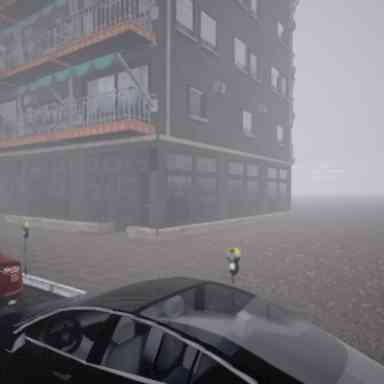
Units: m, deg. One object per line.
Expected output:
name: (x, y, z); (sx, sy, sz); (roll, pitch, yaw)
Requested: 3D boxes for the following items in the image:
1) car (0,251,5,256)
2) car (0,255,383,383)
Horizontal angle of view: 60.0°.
car: (-5.091, 1.458, 6.493); (4.507, 1.381, 1.887); (1, 0, 35)
car: (-0.498, 1.542, 3.227); (4.313, 1.339, 1.947); (1, 0, 35)
